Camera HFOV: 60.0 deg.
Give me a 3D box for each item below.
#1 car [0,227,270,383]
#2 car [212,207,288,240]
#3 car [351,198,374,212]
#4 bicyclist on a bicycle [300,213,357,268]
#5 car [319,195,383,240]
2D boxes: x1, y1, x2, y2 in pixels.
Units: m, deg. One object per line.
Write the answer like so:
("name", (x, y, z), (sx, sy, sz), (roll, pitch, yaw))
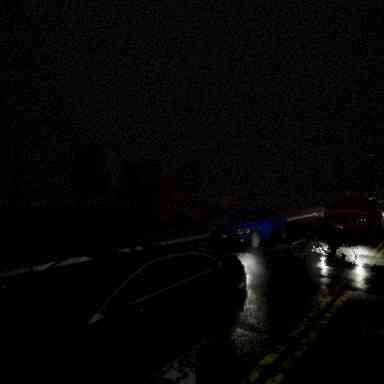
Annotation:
("car", (-0.984, 1.492, 4.403), (2.128, 1.511, 4.902), (0, 0, 36))
("car", (2.727, 1.478, 15.086), (1.882, 1.535, 5.008), (0, 0, 36))
("car", (20.112, 1.525, 39.141), (1.812, 1.442, 4.674), (0, 0, 36))
("bicyclist on a bicycle", (4.062, 1.456, 10.071), (1.656, 1.620, 0.582), (-3, -2, 36))
("car", (8.451, 1.218, 17.437), (2.150, 2.045, 5.566), (0, 1, 37))
